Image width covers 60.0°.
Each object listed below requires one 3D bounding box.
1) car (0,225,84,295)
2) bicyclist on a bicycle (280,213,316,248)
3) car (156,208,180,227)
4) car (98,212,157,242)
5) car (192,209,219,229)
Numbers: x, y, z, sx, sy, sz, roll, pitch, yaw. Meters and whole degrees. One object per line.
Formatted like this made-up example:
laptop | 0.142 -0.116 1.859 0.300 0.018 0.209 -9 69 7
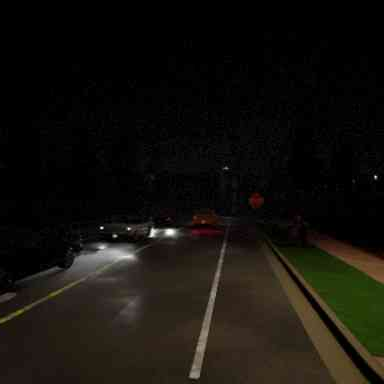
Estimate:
car | -4.947 1.676 9.341 2.033 1.411 5.357 1 -1 7
bicyclist on a bicycle | 4.899 1.786 15.393 1.656 1.620 0.582 1 -1 7
car | -2.282 2.158 29.191 1.882 1.535 5.008 1 -1 8
car | -3.654 2.003 19.180 1.895 1.301 4.718 1 -1 8
car | 1.211 2.202 28.090 1.882 1.535 5.008 1 -1 8
